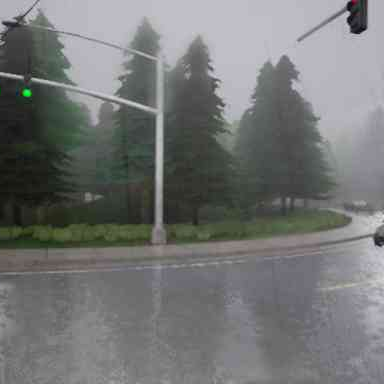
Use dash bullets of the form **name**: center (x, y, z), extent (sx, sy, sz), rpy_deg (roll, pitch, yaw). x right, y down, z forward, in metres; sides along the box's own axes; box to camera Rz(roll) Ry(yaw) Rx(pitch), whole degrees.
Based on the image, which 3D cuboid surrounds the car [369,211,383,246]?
- **car**: center (9.636, 1.683, 14.713), extent (4.181, 1.385, 1.994), rpy_deg (1, 0, -45)

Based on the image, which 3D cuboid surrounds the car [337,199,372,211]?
- **car**: center (23.269, 1.853, 47.801), extent (1.882, 1.535, 5.008), rpy_deg (1, 0, -12)

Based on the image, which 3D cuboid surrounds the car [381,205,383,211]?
- **car**: center (23.517, 1.689, 38.002), extent (2.097, 1.767, 4.553), rpy_deg (0, 0, 8)

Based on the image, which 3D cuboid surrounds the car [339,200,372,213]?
- **car**: center (20.335, 1.810, 41.031), extent (1.882, 1.535, 5.008), rpy_deg (1, 0, 3)
